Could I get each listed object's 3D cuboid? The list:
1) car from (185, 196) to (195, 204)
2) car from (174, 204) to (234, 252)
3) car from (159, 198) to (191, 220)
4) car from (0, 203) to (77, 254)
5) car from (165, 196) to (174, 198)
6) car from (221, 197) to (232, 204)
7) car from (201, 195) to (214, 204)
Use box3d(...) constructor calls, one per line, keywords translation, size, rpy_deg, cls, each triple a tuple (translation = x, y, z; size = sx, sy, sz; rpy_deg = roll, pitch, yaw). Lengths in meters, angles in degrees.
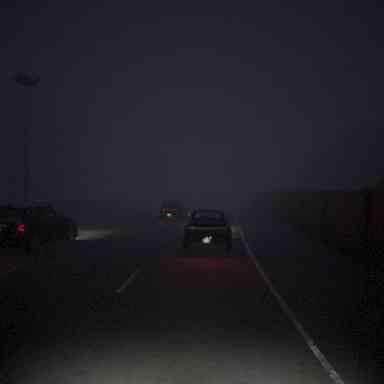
box3d(translation=(-0.565, 1.516, 62.586), size=(1.812, 1.442, 4.674), rpy_deg=(1, 0, 7), cls="car")
box3d(translation=(0.726, 1.500, 14.117), size=(2.128, 1.511, 4.902), rpy_deg=(1, 0, 5), cls="car")
box3d(translation=(-1.482, 1.487, 27.625), size=(1.837, 1.490, 4.892), rpy_deg=(0, 0, 6), cls="car")
box3d(translation=(-6.385, 1.277, 13.298), size=(2.097, 1.767, 4.553), rpy_deg=(1, 0, 4), cls="car")
box3d(translation=(-4.118, 1.497, 62.280), size=(2.033, 1.411, 5.357), rpy_deg=(1, 0, 7), cls="car")
box3d(translation=(6.463, 1.637, 62.225), size=(1.994, 1.385, 4.181), rpy_deg=(1, 0, 7), cls="car")
box3d(translation=(2.958, 1.383, 62.364), size=(2.097, 1.767, 4.553), rpy_deg=(1, 0, 7), cls="car")
